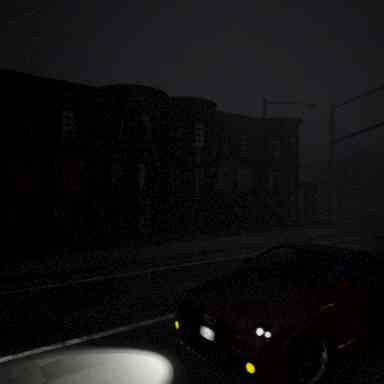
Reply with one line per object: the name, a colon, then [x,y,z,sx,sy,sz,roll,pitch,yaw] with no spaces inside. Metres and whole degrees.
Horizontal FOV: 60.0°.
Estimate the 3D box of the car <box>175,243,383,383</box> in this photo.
car: [1.814,1.558,5.271,4.181,1.385,1.994,0,0,-35]
